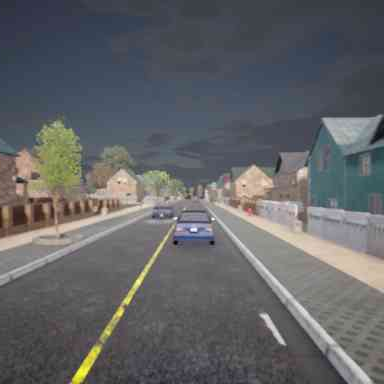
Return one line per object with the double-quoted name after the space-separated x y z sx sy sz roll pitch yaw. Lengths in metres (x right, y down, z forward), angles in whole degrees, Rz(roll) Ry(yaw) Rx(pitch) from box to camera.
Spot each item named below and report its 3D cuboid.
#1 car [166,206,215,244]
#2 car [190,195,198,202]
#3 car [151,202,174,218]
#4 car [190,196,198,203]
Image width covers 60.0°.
0.099 1.577 15.947 2.033 1.411 5.357 0 0 0 "car"
0.629 1.827 92.985 2.097 1.767 4.553 0 -1 0 "car"
-2.550 1.614 30.788 2.033 1.411 5.357 0 0 0 "car"
0.556 1.948 82.588 2.128 1.511 4.902 0 -1 0 "car"
